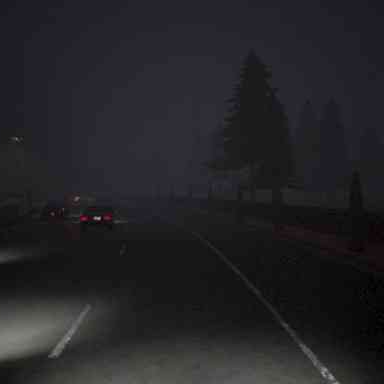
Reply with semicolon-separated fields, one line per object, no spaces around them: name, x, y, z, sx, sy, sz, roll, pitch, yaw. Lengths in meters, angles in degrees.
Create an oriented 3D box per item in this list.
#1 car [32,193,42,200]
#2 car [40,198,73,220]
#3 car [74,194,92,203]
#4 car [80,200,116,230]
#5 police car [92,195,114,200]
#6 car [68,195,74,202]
car;-39.309;1.050;83.087;4.553;1.767;2.097;0;0;40
car;-11.059;1.458;27.120;1.812;1.442;4.674;0;0;-16
car;-20.590;1.282;64.491;1.801;1.575;5.366;0;0;-36
car;-5.792;1.490;20.674;2.033;1.411;5.357;0;0;-12
police car;-14.485;1.270;55.288;1.930;1.638;5.238;0;0;-31
car;-24.651;1.274;69.669;1.801;1.575;5.366;0;0;-40
